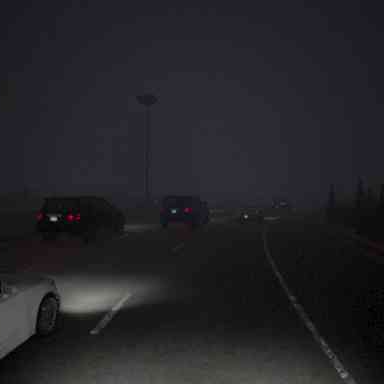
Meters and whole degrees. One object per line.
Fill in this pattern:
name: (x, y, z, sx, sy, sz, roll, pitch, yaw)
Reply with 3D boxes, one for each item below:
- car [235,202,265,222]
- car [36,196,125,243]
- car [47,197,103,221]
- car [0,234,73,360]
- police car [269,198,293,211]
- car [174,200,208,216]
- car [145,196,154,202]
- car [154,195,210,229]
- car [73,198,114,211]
car: (4.591, 1.524, 26.029, 1.812, 1.442, 4.674, 0, 0, 18)
car: (-5.188, 1.195, 16.269, 2.150, 2.045, 5.566, 0, 0, 10)
car: (-9.664, 1.303, 27.909, 2.097, 1.767, 4.553, 0, 0, 17)
car: (-3.171, 1.513, 3.606, 1.812, 1.442, 4.674, 0, 0, 3)
police car: (11.013, 1.512, 40.719, 2.038, 1.542, 4.974, 0, 0, 28)
car: (0.004, 1.580, 33.930, 1.895, 1.301, 4.718, 0, 0, 22)
car: (-4.945, 1.310, 48.528, 2.097, 1.767, 4.553, 0, 0, 28)
car: (-0.358, 1.207, 21.799, 2.150, 2.045, 5.566, 0, 0, 14)
car: (-12.172, 1.484, 41.552, 2.033, 1.411, 5.357, 0, 0, 23)
